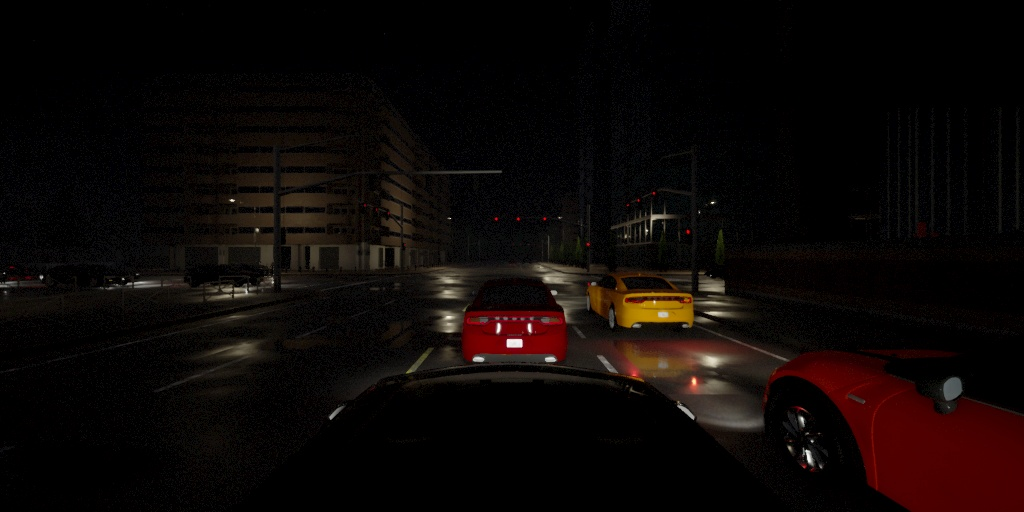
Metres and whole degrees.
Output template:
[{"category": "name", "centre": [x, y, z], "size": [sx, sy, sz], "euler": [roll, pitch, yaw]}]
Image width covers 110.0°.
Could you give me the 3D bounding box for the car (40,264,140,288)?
[{"category": "car", "centre": [-28.665, 1.309, 24.210], "size": [4.892, 1.490, 1.837], "euler": [0, 0, 0]}]

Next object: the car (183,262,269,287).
[{"category": "car", "centre": [-19.425, 1.330, 24.192], "size": [4.674, 1.442, 1.812], "euler": [0, 0, 0]}]

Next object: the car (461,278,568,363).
[{"category": "car", "centre": [0.060, 1.227, 8.144], "size": [1.882, 1.535, 5.008], "euler": [0, 0, 0]}]

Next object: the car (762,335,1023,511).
[{"category": "car", "centre": [3.600, 1.102, 1.772], "size": [2.097, 1.767, 4.553], "euler": [0, 0, 0]}]

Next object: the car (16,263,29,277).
[{"category": "car", "centre": [-50.342, 1.295, 34.947], "size": [4.902, 1.511, 2.128], "euler": [0, 0, 1]}]

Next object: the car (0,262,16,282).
[{"category": "car", "centre": [-42.245, 1.330, 27.780], "size": [4.674, 1.442, 1.812], "euler": [0, 0, 0]}]

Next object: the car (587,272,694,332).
[{"category": "car", "centre": [3.579, 1.227, 10.918], "size": [1.882, 1.535, 5.008], "euler": [0, 0, 0]}]

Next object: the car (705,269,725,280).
[{"category": "car", "centre": [19.527, 1.405, 31.220], "size": [4.718, 1.301, 1.895], "euler": [0, 0, 0]}]

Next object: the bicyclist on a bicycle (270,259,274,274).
[{"category": "bicyclist on a bicycle", "centre": [-25.531, 1.104, 38.680], "size": [0.582, 1.620, 1.656], "euler": [0, 0, 0]}]
